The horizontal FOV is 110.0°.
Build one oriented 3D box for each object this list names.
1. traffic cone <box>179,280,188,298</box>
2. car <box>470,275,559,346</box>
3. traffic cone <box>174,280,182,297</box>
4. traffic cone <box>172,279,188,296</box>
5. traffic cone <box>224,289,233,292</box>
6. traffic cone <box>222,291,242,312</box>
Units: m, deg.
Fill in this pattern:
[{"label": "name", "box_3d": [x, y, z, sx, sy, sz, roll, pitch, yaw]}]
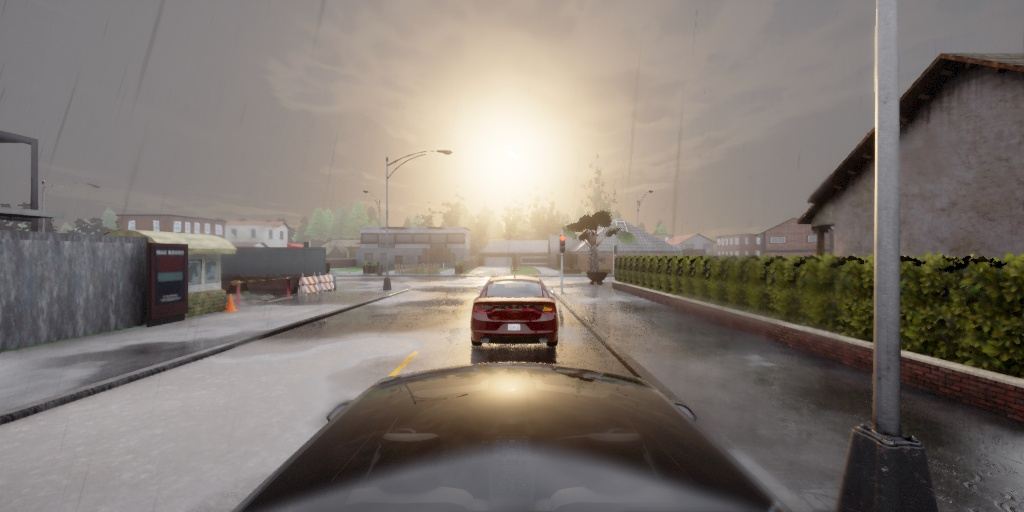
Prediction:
[{"label": "traffic cone", "box_3d": [-15.203, 1.561, 16.859, 0.344, 0.586, 0.344, 0, 0, 0]}, {"label": "car", "box_3d": [0.079, 1.228, 9.422, 1.882, 1.535, 5.008, 0, 0, 1]}, {"label": "traffic cone", "box_3d": [-15.771, 1.558, 17.223, 0.344, 0.586, 0.344, 0, 0, 0]}, {"label": "traffic cone", "box_3d": [-16.806, 1.582, 18.227, 0.344, 0.586, 0.344, 0, 0, 0]}, {"label": "traffic cone", "box_3d": [-10.339, 1.568, 12.789, 0.344, 0.586, 0.344, 0, 0, 0]}, {"label": "traffic cone", "box_3d": [-9.621, 1.598, 12.266, 0.344, 0.586, 0.344, 0, 0, 0]}]
